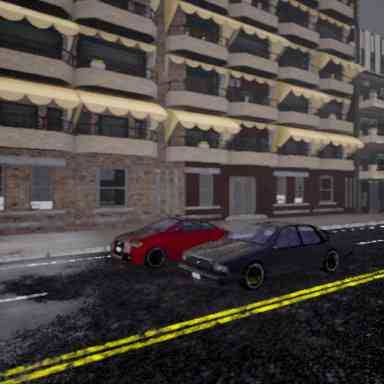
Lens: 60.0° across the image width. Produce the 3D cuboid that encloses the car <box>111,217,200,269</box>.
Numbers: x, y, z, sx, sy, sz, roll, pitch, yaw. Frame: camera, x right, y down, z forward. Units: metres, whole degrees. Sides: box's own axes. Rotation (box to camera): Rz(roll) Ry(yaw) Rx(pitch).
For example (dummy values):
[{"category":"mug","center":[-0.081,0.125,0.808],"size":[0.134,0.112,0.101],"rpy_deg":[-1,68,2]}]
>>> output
[{"category":"car","center":[-0.555,1.546,11.162],"size":[4.181,1.385,1.994],"rpy_deg":[0,0,-34]}]

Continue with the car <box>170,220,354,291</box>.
[{"category":"car","center":[2.293,1.539,9.184],"size":[5.357,1.411,2.033],"rpy_deg":[0,0,-34]}]
